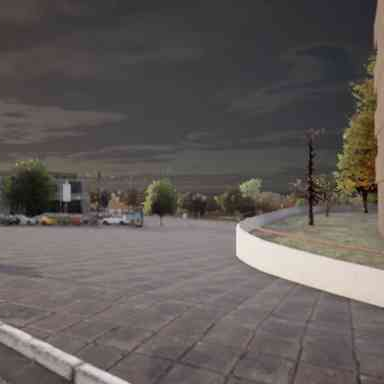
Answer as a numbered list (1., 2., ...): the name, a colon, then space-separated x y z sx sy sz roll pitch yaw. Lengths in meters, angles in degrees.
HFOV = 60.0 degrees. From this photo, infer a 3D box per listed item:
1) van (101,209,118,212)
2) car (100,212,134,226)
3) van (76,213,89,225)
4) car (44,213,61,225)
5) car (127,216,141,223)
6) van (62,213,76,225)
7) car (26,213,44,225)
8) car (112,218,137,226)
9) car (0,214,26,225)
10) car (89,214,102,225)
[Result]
1. van: -22.992 6.732 92.583 1.878 1.987 4.442 1 1 10
2. car: -15.162 5.601 66.063 5.566 2.045 2.435 1 -5 5
3. van: -20.080 4.520 55.137 4.442 1.987 1.878 1 -6 5
4. car: -22.920 4.182 49.669 5.366 1.575 1.946 1 -5 5
5. car: -15.315 7.203 87.779 2.163 1.488 4.792 1 1 9
6. van: -21.347 4.242 52.400 4.442 1.987 1.878 1 -6 5
7. car: -24.005 3.950 46.919 4.674 1.452 2.002 1 -6 5
8. car: -13.882 6.169 68.770 4.674 1.452 2.002 1 -5 5
9. car: -25.257 3.672 44.175 4.674 1.452 2.002 1 -5 5
10. car: -18.929 5.021 57.848 4.892 1.521 2.231 1 -5 5
